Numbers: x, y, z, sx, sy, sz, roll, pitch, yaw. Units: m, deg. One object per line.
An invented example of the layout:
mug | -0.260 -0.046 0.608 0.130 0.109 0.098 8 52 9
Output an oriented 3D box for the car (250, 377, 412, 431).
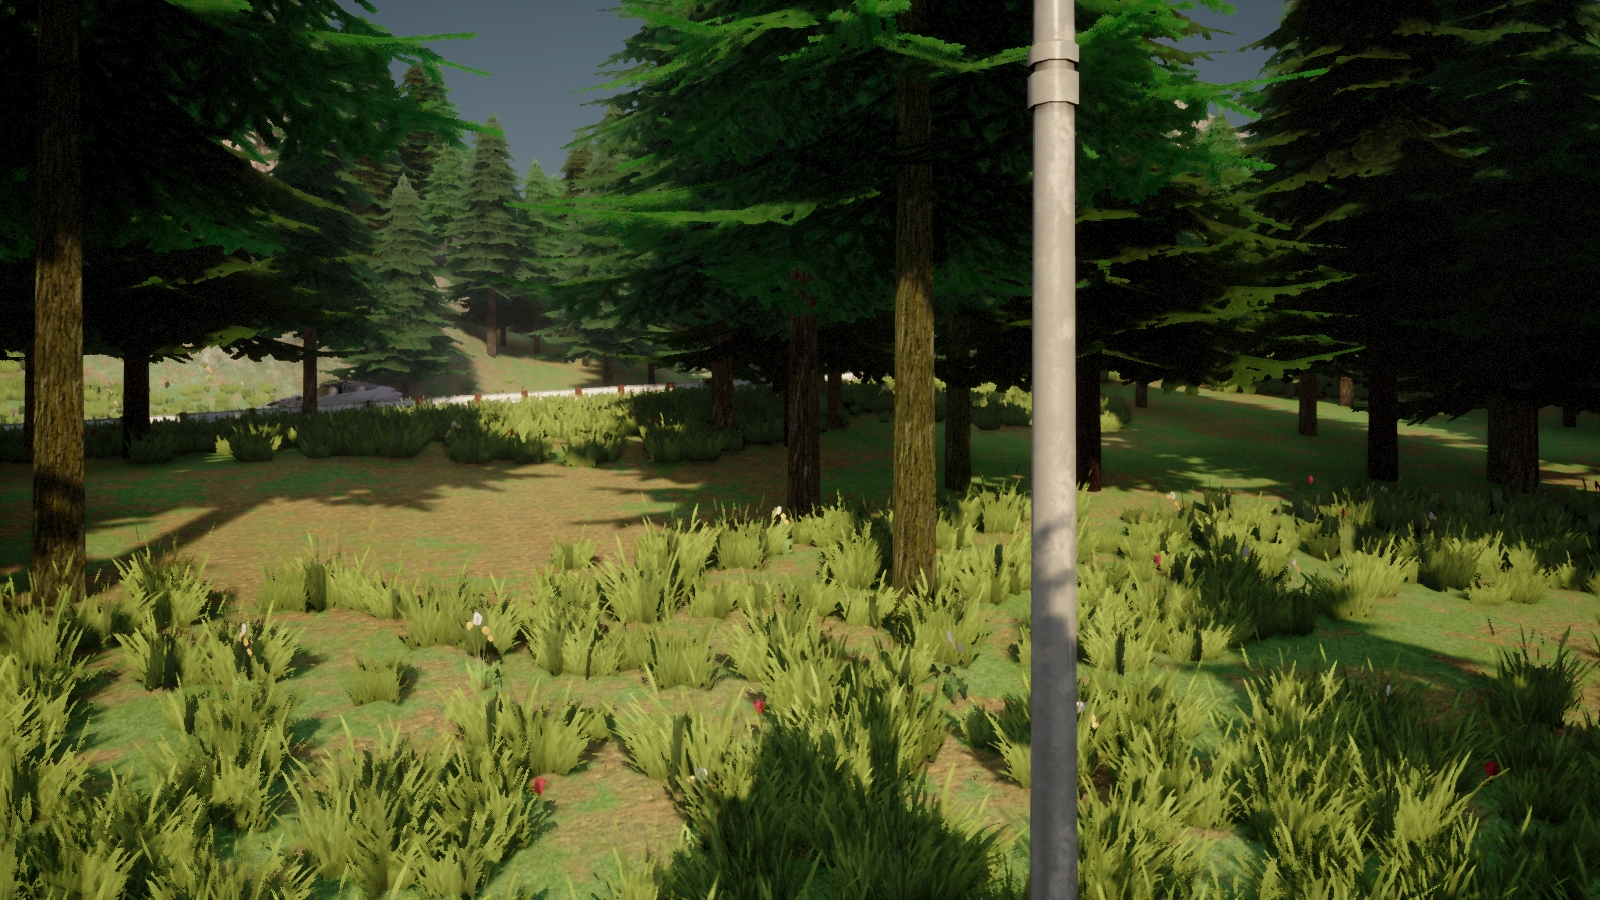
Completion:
car | -15.869 -1.562 38.713 4.792 1.488 2.163 -5 2 -28
